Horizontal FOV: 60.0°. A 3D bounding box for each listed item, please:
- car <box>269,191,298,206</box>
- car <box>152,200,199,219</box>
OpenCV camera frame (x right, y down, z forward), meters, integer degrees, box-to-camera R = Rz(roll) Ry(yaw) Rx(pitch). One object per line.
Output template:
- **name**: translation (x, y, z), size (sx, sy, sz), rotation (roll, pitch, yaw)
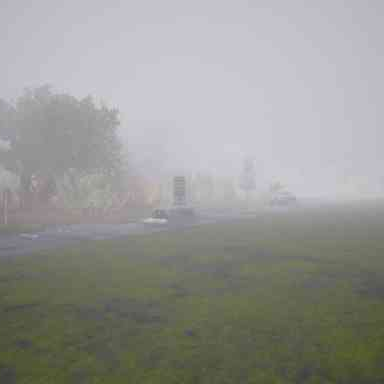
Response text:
- **car**: translation (12.533, 0.829, 45.227), size (2.150, 2.045, 5.566), rotation (0, 0, 37)
- **car**: translation (-1.270, 1.374, 26.760), size (1.994, 1.385, 4.181), rotation (0, 1, 37)
